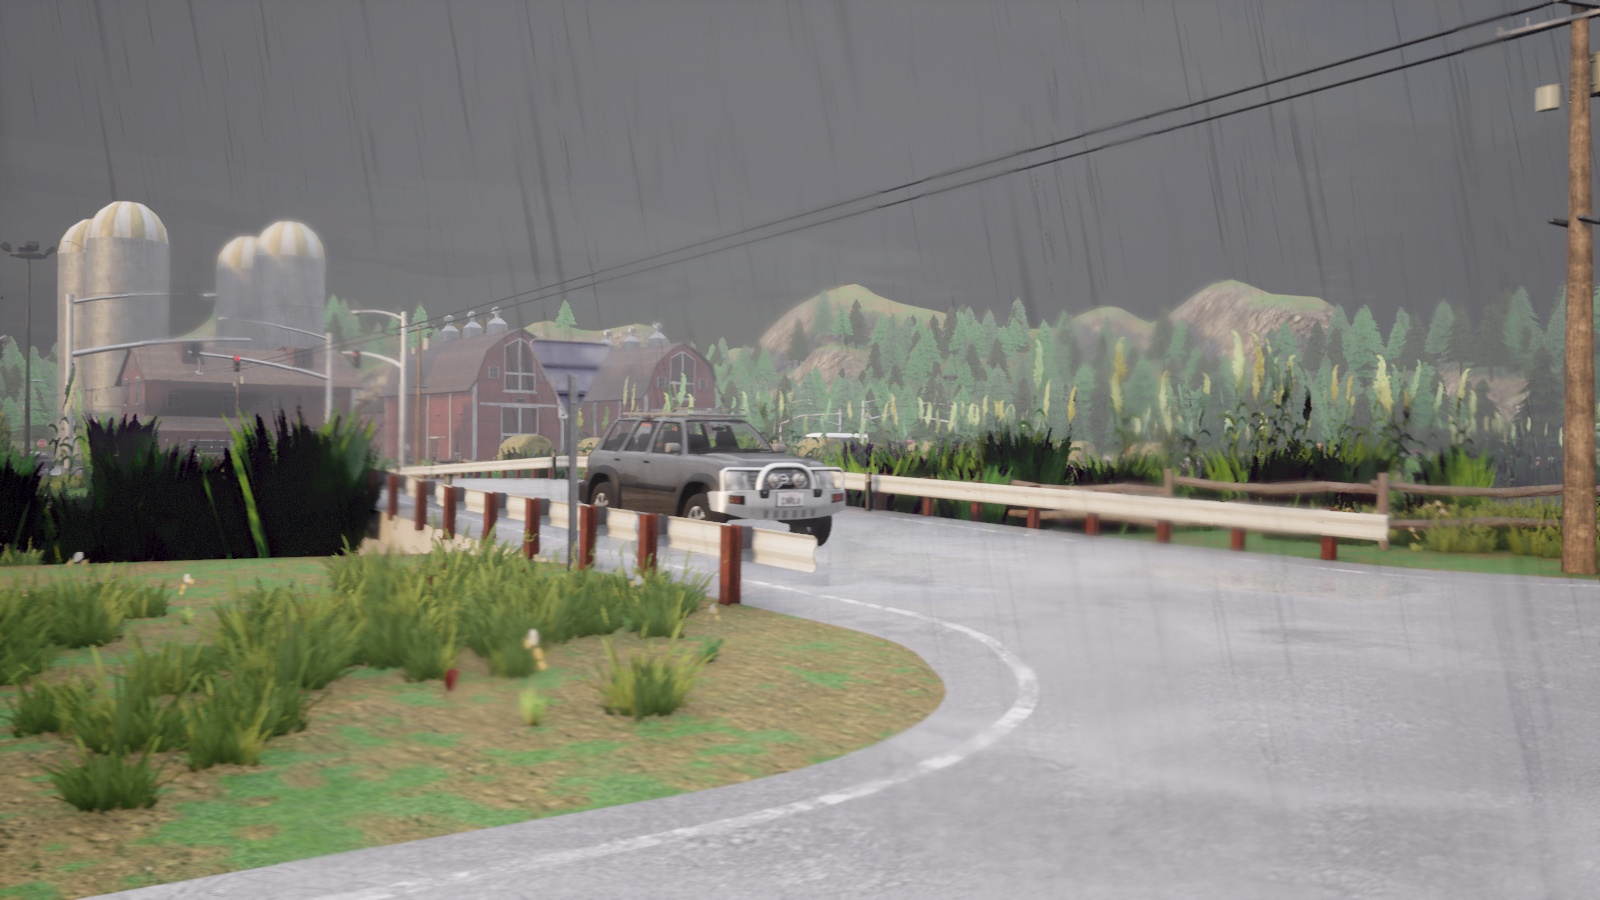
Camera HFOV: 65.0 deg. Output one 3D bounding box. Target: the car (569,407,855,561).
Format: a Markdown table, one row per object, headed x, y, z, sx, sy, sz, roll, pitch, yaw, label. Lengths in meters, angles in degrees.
| x | y | z | sx | sy | sz | roll | pitch | yaw | label |
| --- | --- | --- | --- | --- | --- | --- | --- | --- | --- |
| -1.389 | 0.357 | 17.566 | 1.932 | 1.855 | 4.605 | 0 | 1 | -34 | car |
